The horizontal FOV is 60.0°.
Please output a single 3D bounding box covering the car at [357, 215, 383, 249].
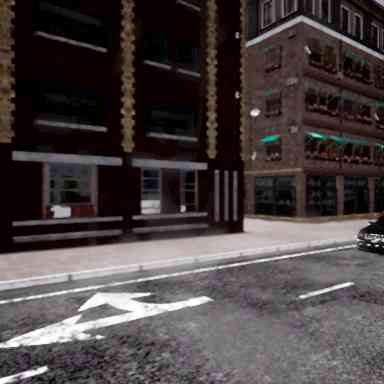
[{"bbox_3d":[8.878,1.639,14.010,4.892,1.490,1.837,1,0,-35],"label":"car"}]
